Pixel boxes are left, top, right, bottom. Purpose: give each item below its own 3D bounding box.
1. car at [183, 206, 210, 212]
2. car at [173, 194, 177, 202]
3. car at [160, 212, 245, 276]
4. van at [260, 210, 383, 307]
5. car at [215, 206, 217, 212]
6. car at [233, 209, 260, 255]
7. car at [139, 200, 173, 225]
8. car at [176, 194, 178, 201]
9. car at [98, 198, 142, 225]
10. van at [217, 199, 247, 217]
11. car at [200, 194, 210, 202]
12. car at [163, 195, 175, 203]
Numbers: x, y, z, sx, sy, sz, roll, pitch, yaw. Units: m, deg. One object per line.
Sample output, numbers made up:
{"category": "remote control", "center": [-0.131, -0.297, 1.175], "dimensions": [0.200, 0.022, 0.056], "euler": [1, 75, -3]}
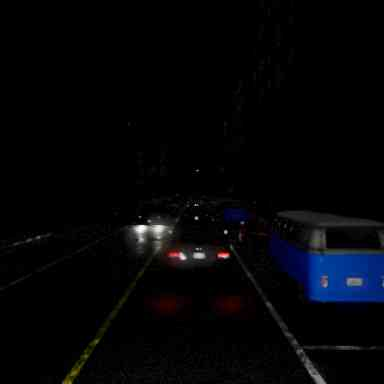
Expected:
{"category": "car", "center": [0.300, 1.633, 23.041], "dimensions": [1.994, 1.385, 4.181], "euler": [0, 0, 1]}
{"category": "car", "center": [-5.001, 1.723, 73.933], "dimensions": [2.008, 1.369, 4.403], "euler": [0, 0, 1]}
{"category": "car", "center": [0.189, 1.580, 10.418], "dimensions": [2.033, 1.411, 5.357], "euler": [0, 0, 0]}
{"category": "van", "center": [2.914, 1.372, 7.777], "dimensions": [1.690, 1.788, 3.998], "euler": [0, 0, 1]}
{"category": "car", "center": [3.123, 1.658, 30.418], "dimensions": [1.947, 1.339, 4.313], "euler": [0, 0, 1]}
{"category": "car", "center": [2.967, 1.592, 13.437], "dimensions": [1.887, 1.381, 4.507], "euler": [0, 0, 1]}
{"category": "car", "center": [-2.859, 1.617, 25.274], "dimensions": [2.033, 1.411, 5.357], "euler": [0, 0, 1]}
{"category": "car", "center": [-4.951, 1.731, 79.384], "dimensions": [1.887, 1.381, 4.507], "euler": [0, 0, 1]}
{"category": "car", "center": [-5.454, 1.378, 24.797], "dimensions": [2.192, 1.841, 5.009], "euler": [0, 0, 1]}
{"category": "van", "center": [3.071, 1.420, 24.758], "dimensions": [1.690, 1.788, 3.998], "euler": [0, 0, 1]}
{"category": "car", "center": [3.623, 1.657, 84.792], "dimensions": [1.967, 1.590, 4.097], "euler": [0, 0, 1]}
{"category": "car", "center": [-5.053, 1.683, 68.313], "dimensions": [1.752, 1.417, 4.829], "euler": [0, 0, 1]}
